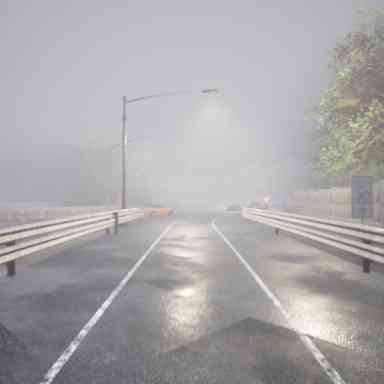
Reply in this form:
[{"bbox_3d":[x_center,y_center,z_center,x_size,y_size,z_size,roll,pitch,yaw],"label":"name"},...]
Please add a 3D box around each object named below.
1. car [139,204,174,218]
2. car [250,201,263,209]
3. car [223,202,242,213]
[{"bbox_3d":[-4.222,2.213,40.545,2.097,1.767,4.553,-1,-2,39],"label":"car"},{"bbox_3d":[13.873,2.946,71.567,2.150,2.045,5.566,-1,-2,19],"label":"car"},{"bbox_3d":[7.572,2.859,58.197,1.837,1.490,4.892,0,-2,28],"label":"car"}]
